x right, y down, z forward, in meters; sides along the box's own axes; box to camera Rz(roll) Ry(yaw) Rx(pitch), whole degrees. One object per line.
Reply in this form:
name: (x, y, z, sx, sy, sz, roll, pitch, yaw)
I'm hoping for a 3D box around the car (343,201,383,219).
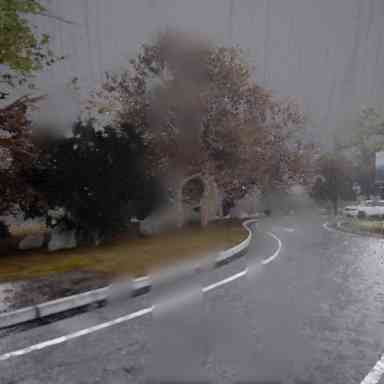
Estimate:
car: (20.043, 1.982, 37.770, 5.566, 2.045, 2.150, 1, -1, -11)
